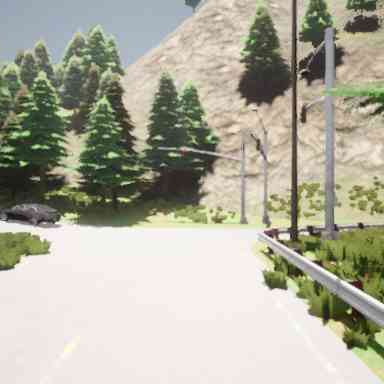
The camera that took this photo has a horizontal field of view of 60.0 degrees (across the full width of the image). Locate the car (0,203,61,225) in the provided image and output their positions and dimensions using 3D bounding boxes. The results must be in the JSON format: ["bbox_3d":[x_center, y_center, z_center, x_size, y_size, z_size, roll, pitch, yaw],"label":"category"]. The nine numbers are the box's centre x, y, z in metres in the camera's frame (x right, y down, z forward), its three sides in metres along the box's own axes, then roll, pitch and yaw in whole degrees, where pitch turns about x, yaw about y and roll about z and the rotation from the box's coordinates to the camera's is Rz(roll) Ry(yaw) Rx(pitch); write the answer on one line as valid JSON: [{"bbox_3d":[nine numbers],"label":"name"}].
[{"bbox_3d":[-12.147,1.604,24.778,4.902,1.511,2.128,5,1,19],"label":"car"}]
